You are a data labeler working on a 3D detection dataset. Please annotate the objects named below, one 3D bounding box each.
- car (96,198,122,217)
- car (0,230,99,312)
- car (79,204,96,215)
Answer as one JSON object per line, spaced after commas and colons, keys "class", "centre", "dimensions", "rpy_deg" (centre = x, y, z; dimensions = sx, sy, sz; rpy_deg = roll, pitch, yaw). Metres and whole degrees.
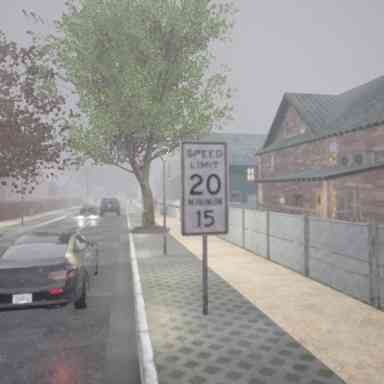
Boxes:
{"class": "car", "centre": [-9.278, 1.657, 37.890], "dimensions": [2.150, 2.045, 5.566], "rpy_deg": [-1, -1, -11]}
{"class": "car", "centre": [-3.243, 1.612, 7.720], "dimensions": [1.812, 1.442, 4.674], "rpy_deg": [-1, -1, -11]}
{"class": "car", "centre": [-12.891, 2.120, 41.655], "dimensions": [1.895, 1.301, 4.718], "rpy_deg": [-1, -1, -11]}
